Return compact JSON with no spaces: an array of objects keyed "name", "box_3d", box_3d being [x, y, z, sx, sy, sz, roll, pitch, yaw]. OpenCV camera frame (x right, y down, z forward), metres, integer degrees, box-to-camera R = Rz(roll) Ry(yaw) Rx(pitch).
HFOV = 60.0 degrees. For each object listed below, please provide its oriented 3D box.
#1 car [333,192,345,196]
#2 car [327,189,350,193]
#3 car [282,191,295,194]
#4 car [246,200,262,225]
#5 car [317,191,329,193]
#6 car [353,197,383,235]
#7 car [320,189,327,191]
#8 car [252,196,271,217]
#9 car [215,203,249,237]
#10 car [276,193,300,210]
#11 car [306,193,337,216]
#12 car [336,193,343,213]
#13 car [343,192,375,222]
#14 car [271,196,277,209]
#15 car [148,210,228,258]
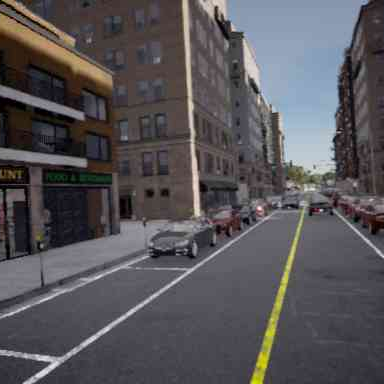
[{"name":"car","box_3d":[14.908,0.970,31.956,2.008,1.369,4.403,-3,-1,20]},{"name":"car","box_3d":[16.793,0.672,37.313,2.192,1.841,5.009,-3,-1,20]},{"name":"car","box_3d":[20.090,0.767,70.691,2.192,1.841,5.009,-3,-1,20]},{"name":"car","box_3d":[3.563,1.569,23.926,1.947,1.339,4.313,-3,-1,20]},{"name":"car","box_3d":[14.343,1.009,38.069,1.837,1.490,4.892,-3,-1,20]},{"name":"car","box_3d":[9.213,1.153,15.889,1.887,1.381,4.507,-3,-1,20]},{"name":"car","box_3d":[25.891,0.366,62.792,2.192,1.841,5.009,-3,-1,20]},{"name":"car","box_3d":[5.453,1.380,29.282,1.967,1.590,4.097,-3,-1,20]},{"name":"car","box_3d":[1.663,1.611,18.571,1.887,1.381,4.507,-3,-1,20]},{"name":"car","box_3d":[11.234,1.229,37.831,2.033,1.411,5.357,-3,-1,20]},{"name":"car","box_3d":[10.699,1.131,27.791,1.837,1.490,4.892,-3,0,20]},{"name":"car","box_3d":[13.010,1.027,26.601,1.887,1.381,4.507,-3,-1,20]},{"name":"car","box_3d":[11.105,0.986,21.246,1.967,1.590,4.097,-3,-1,20]},{"name":"car","box_3d":[9.250,1.254,39.993,1.967,1.590,4.097,-3,-1,20]},{"name":"car","box_3d":[-0.235,1.680,13.215,2.008,1.369,4.403,-3,-1,20]}]
